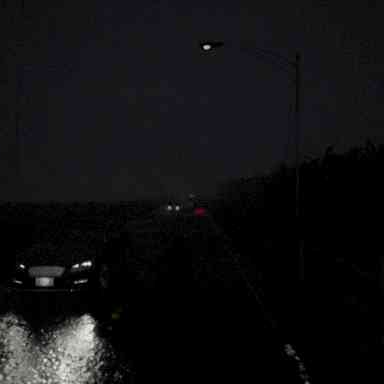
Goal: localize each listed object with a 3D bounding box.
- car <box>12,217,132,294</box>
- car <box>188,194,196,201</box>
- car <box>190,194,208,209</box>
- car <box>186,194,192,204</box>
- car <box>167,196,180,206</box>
[{"bbox_3d":[-2.848,1.463,8.877,2.128,1.511,4.902,0,0,0],"label":"car"},{"bbox_3d":[0.026,1.206,71.652,1.812,1.442,4.674,0,0,0],"label":"car"},{"bbox_3d":[0.978,1.376,43.298,1.837,1.490,4.892,0,0,0],"label":"car"},{"bbox_3d":[0.022,1.312,60.863,2.128,1.511,4.902,0,0,0],"label":"car"},{"bbox_3d":[-2.800,1.393,51.784,2.033,1.411,5.357,0,0,0],"label":"car"}]
